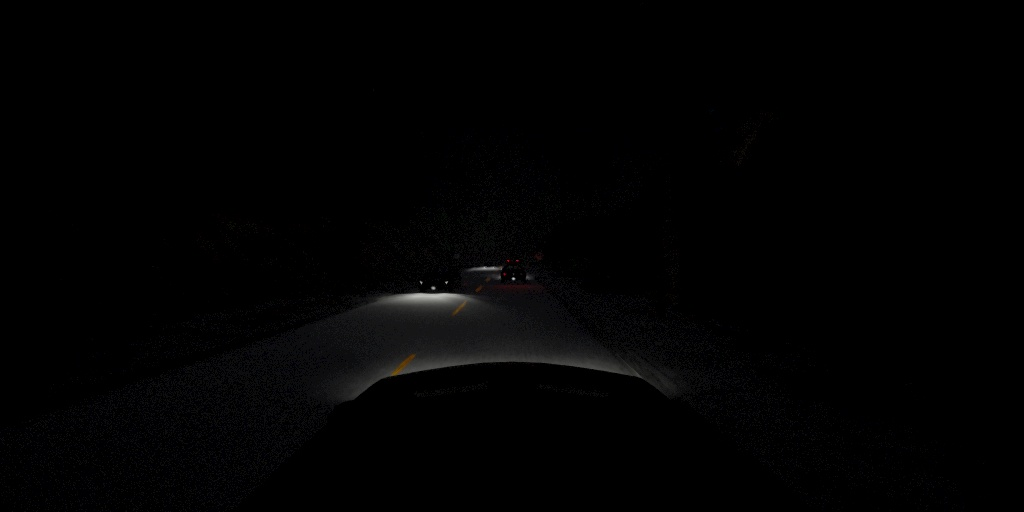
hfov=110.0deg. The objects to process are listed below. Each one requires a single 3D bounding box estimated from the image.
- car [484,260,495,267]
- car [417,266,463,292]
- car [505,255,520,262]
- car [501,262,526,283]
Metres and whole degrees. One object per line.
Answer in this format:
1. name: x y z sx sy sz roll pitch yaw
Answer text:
1. car: -3.995 1.325 63.964 1.895 1.301 4.718 0 0 0
2. car: -4.088 1.288 21.299 2.033 1.411 5.357 0 0 0
3. car: 0.117 0.940 59.477 2.150 2.045 5.566 0 0 0
4. car: 0.109 1.338 27.771 1.895 1.301 4.718 0 0 0
